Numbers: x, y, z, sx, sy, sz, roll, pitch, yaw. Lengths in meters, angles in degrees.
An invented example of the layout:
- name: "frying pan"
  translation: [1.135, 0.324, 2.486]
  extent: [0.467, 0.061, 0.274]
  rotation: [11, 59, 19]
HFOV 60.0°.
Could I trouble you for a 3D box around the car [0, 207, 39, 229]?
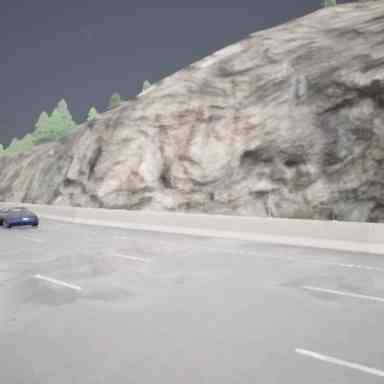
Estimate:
- name: "car"
  translation: [-12.305, 1.728, 23.033]
  extent: [4.181, 1.385, 1.994]
  rotation: [0, -1, 43]
